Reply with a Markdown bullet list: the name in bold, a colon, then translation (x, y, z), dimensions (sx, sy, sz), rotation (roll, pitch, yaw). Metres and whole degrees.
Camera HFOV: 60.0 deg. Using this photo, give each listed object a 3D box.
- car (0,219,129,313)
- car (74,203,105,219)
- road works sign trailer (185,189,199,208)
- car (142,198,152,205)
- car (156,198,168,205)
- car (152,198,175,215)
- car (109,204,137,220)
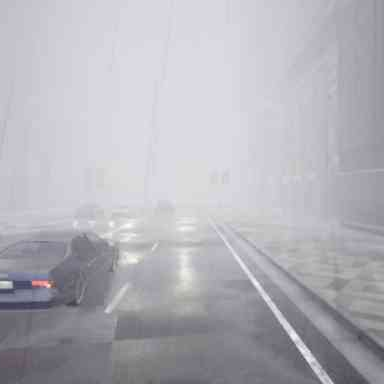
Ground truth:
- **car**: translation (-3.148, 1.626, 8.080), dimensions (2.033, 1.411, 5.357), rotation (0, -1, 0)
- **car**: translation (-9.822, 1.849, 32.161), dimensions (1.837, 1.490, 4.892), rotation (0, -1, 0)
- **road works sign trailer**: translation (0.086, 1.078, 60.484), dimensions (2.380, 3.560, 2.880), rotation (0, 0, 0)
- **car**: translation (-9.725, 1.979, 72.748), dimensions (1.812, 1.442, 4.674), rotation (0, 0, 0)
- **car**: translation (-6.475, 1.995, 72.746), dimensions (2.033, 1.411, 5.357), rotation (0, 0, 0)
- **car**: translation (-3.137, 1.775, 39.699), dimensions (2.097, 1.767, 4.553), rotation (0, -1, 0)
- **car**: translation (-6.576, 1.867, 32.042), dimensions (1.812, 1.442, 4.674), rotation (0, -1, 0)
